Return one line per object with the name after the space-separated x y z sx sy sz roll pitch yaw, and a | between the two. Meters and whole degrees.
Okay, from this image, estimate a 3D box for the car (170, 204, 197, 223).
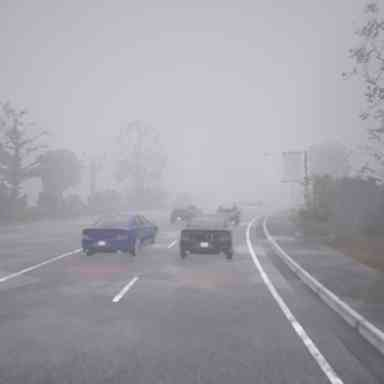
-0.396 1.776 27.609 1.837 1.490 4.892 0 0 14 | car

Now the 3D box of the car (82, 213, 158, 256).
-2.762 1.612 13.799 1.882 1.535 5.008 0 0 7 | car

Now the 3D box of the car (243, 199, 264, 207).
12.673 2.196 66.561 2.033 1.411 5.357 0 -1 32 | car

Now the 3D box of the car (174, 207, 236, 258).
0.726 1.611 13.505 1.882 1.535 5.008 0 0 7 | car

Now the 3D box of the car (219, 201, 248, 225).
3.026 1.760 26.872 2.128 1.511 4.902 0 0 14 | car
